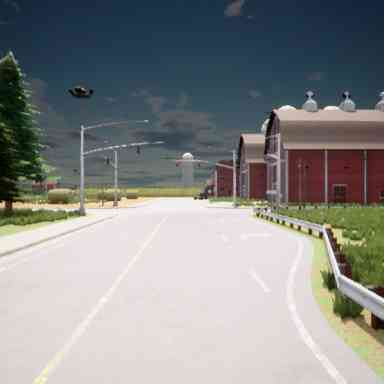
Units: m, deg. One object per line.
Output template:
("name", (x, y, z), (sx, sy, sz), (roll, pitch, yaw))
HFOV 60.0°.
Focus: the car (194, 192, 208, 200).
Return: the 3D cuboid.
("car", (2.345, 1.120, 87.141), (1.905, 1.878, 3.866), (-8, 4, -44))
